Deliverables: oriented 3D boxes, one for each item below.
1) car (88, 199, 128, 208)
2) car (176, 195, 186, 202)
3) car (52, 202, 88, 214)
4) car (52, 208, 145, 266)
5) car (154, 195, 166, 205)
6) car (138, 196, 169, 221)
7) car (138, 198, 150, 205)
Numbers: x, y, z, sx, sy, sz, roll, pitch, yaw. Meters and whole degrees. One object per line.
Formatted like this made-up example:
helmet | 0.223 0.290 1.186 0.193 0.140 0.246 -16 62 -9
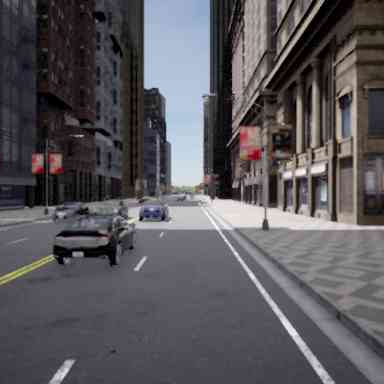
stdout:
car | -6.602 1.435 27.307 2.097 1.767 4.553 0 0 0
car | -3.264 1.912 88.535 1.895 1.301 4.718 0 0 0
car | -9.852 1.575 27.451 2.128 1.511 4.902 0 0 0
car | -3.157 1.526 11.647 2.128 1.511 4.902 0 0 0
car | -6.514 1.604 67.909 2.097 1.767 4.553 0 0 0
car | -3.158 1.439 28.368 2.097 1.767 4.553 0 0 0
car | -9.762 1.844 67.846 1.895 1.301 4.718 0 0 0
